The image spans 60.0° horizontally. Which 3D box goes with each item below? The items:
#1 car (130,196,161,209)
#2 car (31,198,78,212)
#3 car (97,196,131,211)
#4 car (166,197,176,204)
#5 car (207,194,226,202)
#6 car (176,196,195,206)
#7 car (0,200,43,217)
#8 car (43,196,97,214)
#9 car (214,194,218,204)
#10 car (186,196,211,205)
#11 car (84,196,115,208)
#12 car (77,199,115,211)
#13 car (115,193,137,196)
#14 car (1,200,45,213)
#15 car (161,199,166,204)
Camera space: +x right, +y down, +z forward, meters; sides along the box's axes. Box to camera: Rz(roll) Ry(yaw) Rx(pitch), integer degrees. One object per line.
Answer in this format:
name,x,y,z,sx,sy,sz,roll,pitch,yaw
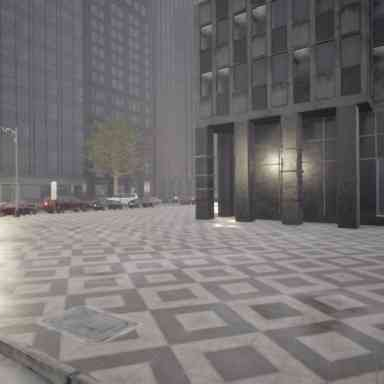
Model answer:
car,-6.523,1.508,43.836,1.947,1.339,4.313,-1,0,35
car,-16.322,1.513,39.808,1.882,1.535,5.008,-1,0,35
car,-9.729,1.524,39.199,1.947,1.339,4.313,-1,0,35
car,-3.913,1.574,62.606,1.947,1.339,4.313,-1,0,35
car,5.705,1.296,76.524,2.192,1.841,5.009,-1,0,35
car,-0.111,1.462,53.114,1.887,1.381,4.507,-1,0,35
car,-16.141,1.576,29.921,1.802,1.307,4.206,-1,0,35
car,-12.937,1.289,34.561,2.192,1.841,5.009,-1,0,35
car,3.093,1.222,57.754,2.192,1.841,5.009,-1,0,35
car,1.171,1.430,59.518,2.128,1.511,4.902,-1,0,35
car,-13.534,1.483,48.688,1.967,1.590,4.097,-1,0,35
car,-11.714,1.551,40.848,1.994,1.385,4.181,-1,0,35
car,-10.204,1.228,48.652,2.150,2.045,5.566,-1,0,34
car,-19.945,1.641,39.410,1.947,1.339,4.313,-1,0,35
car,-7.217,1.544,57.826,1.752,1.417,4.829,-1,0,35
